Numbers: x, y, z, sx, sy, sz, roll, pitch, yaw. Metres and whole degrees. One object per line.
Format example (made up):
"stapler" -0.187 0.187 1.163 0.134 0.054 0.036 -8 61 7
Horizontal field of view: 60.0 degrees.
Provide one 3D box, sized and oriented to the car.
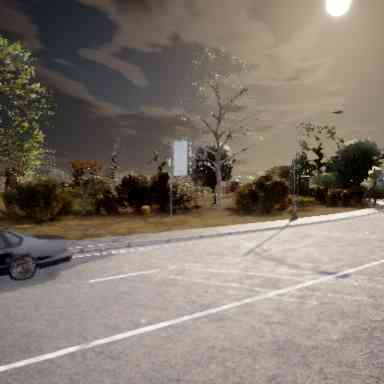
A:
"car" -5.899 1.581 8.419 5.357 1.411 2.033 0 0 -36
